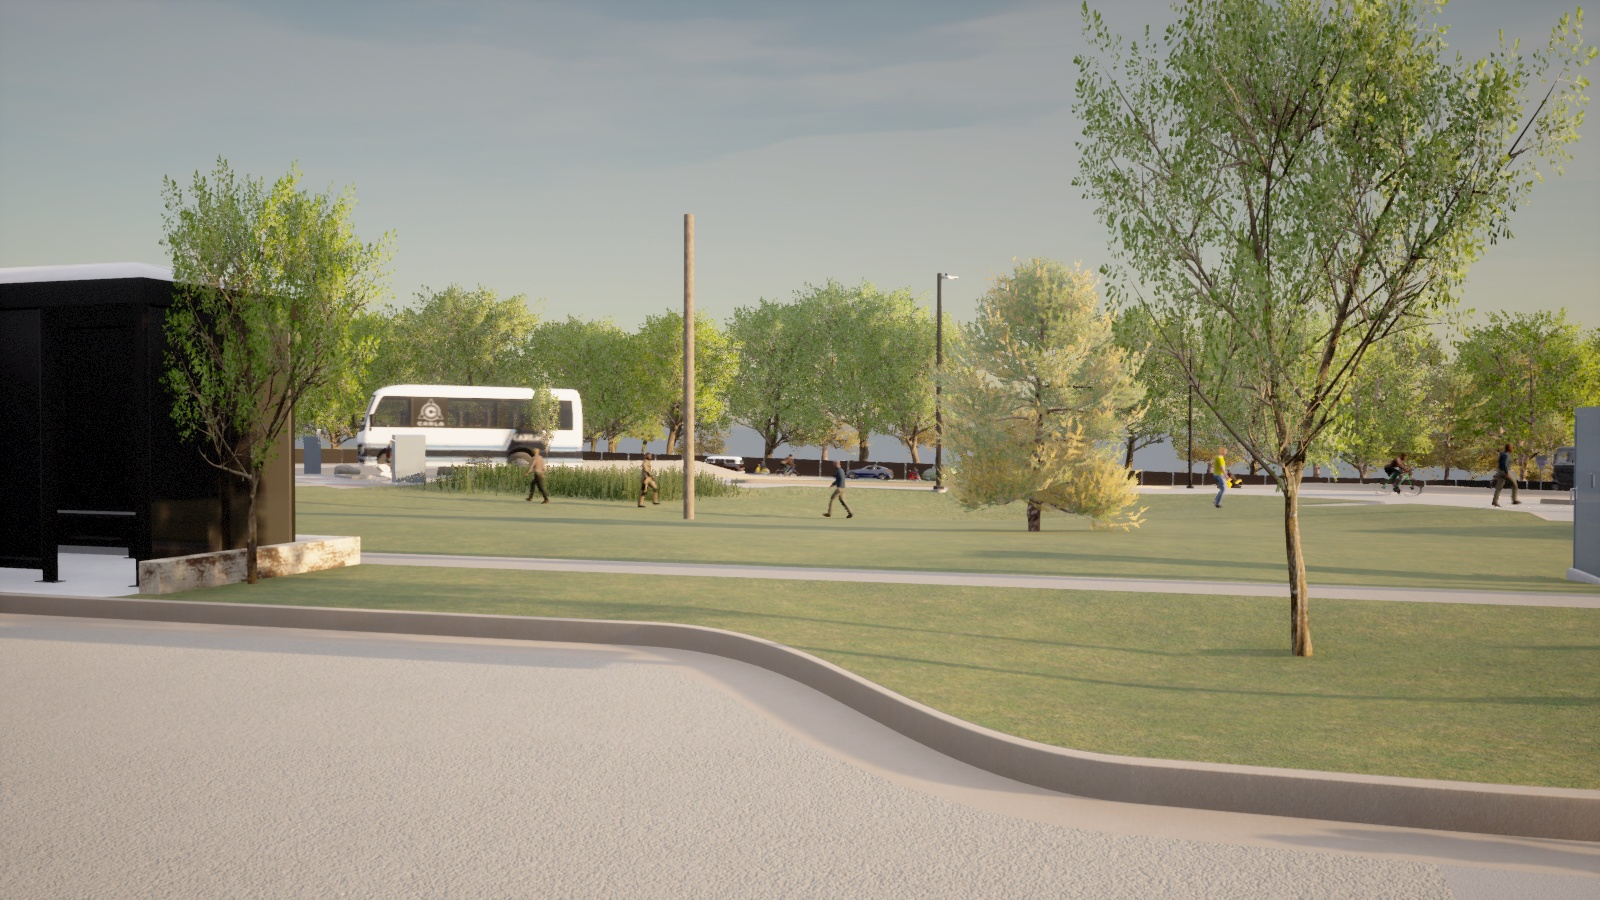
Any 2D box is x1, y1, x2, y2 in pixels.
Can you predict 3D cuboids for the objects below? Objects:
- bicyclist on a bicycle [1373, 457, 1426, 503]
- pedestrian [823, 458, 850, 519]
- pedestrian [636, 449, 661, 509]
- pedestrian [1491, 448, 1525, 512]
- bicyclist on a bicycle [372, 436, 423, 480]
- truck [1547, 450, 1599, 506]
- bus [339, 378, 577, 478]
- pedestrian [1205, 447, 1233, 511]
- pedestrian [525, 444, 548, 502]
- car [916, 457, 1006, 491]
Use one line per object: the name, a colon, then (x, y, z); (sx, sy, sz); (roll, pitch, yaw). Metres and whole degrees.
bicyclist on a bicycle: (22.199, 1.105, 46.545); (1.656, 1.620, 0.582); (1, 1, 39)
pedestrian: (1.121, 1.160, 38.152); (0.726, 1.842, 0.402); (1, 1, 16)
pedestrian: (-4.931, 0.934, 40.850); (0.692, 1.930, 0.396); (1, 1, 16)
pedestrian: (20.244, 0.853, 35.920); (0.726, 1.835, 0.370); (1, 1, 5)
bicyclist on a bicycle: (-16.463, 0.338, 51.410); (1.843, 1.776, 0.659); (1, 1, -31)
truck: (52.967, 1.899, 82.087); (7.936, 3.462, 2.891); (2, 0, -24)
bus: (-15.853, -0.958, 58.255); (10.273, 4.253, 3.944); (1, 1, -20)
pedestrian: (12.314, 0.849, 36.882); (0.706, 1.836, 0.354); (1, 1, 11)
pedestrian: (-8.515, 0.747, 40.549); (0.634, 1.846, 0.331); (1, 1, 18)
car: (8.702, 1.328, 67.788); (4.514, 1.525, 2.007); (4, -5, -30)
